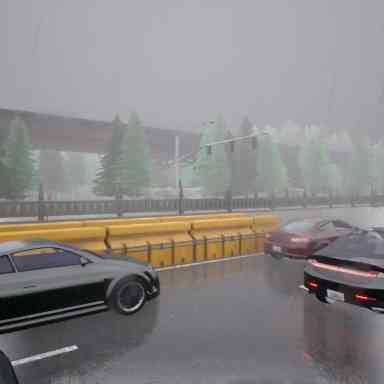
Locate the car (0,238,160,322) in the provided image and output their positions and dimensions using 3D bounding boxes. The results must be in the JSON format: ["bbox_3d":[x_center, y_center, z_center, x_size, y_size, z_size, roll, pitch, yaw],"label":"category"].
[{"bbox_3d":[-2.690,1.564,6.121,4.181,1.385,1.994,0,0,-36],"label":"car"}]

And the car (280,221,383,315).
[{"bbox_3d":[4.354,1.494,6.896,4.902,1.511,2.128,0,0,-35],"label":"car"}]

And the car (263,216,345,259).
[{"bbox_3d":[4.416,1.529,11.228,4.674,1.442,1.812,0,0,-35],"label":"car"}]

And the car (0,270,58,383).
[{"bbox_3d":[-3.035,1.563,1.576,4.181,1.385,1.994,0,0,-36],"label":"car"}]
